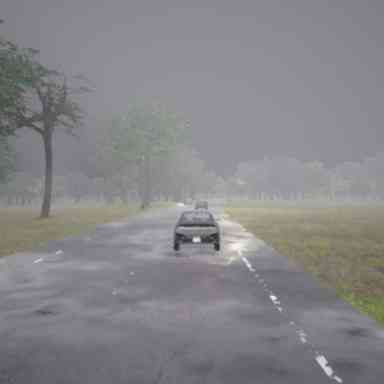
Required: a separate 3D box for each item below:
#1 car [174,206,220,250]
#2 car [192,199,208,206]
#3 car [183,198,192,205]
[{"bbox_3d":[0.221,1.599,14.900,2.128,1.511,4.902,0,0,1],"label":"car"},{"bbox_3d":[1.538,1.872,51.269,2.128,1.511,4.902,0,0,3],"label":"car"},{"bbox_3d":[-0.773,2.044,70.000,1.812,1.442,4.674,0,-1,4],"label":"car"}]
